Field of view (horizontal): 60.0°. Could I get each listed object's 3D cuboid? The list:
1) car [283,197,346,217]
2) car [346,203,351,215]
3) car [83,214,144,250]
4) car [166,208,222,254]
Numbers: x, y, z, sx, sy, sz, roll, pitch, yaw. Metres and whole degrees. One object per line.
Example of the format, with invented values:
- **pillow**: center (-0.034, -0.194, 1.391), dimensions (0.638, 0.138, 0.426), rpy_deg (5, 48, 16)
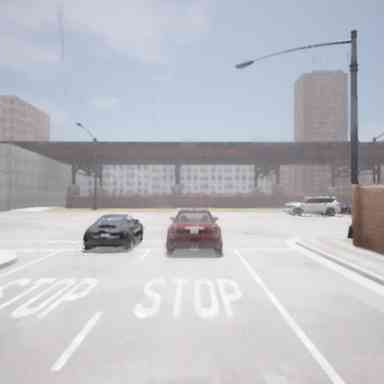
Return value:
- **car**: center (12.355, 1.506, 34.318), dimensions (5.566, 2.045, 2.150), rpy_deg (0, 0, 1)
- **car**: center (16.217, 1.860, 37.776), dimensions (5.357, 1.411, 2.033), rpy_deg (0, 0, 1)
- **car**: center (-3.400, 1.690, 15.060), dimensions (1.994, 1.385, 4.181), rpy_deg (0, 0, 0)
- **car**: center (0.091, 1.472, 14.259), dimensions (2.097, 1.767, 4.553), rpy_deg (0, 0, 0)
